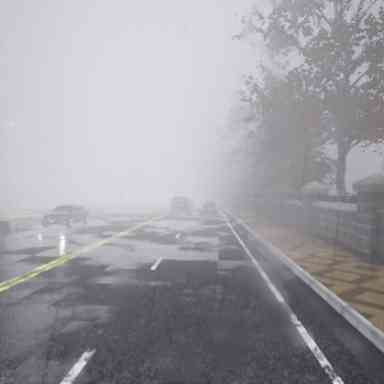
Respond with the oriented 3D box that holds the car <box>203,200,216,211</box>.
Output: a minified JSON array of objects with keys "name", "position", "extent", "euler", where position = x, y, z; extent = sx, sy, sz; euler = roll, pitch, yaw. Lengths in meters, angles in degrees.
[{"name":"car","position":[2.540,1.978,49.473],"extent":[1.837,1.490,4.892],"euler":[1,0,3]}]

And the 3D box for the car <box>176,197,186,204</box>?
[{"name":"car","position":[-2.609,1.915,78.419],"extent":[1.882,1.535,5.008],"euler":[1,-1,3]}]

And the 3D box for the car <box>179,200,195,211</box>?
[{"name":"car","position":[-0.682,1.989,50.179],"extent":[2.033,1.411,5.357],"euler":[1,-1,3]}]

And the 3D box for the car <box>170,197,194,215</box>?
[{"name":"car","position":[-1.260,1.549,38.635],"extent":[2.150,2.045,5.566],"euler":[1,-1,3]}]

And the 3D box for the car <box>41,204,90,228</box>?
[{"name":"car","position":[-8.734,1.614,23.347],"extent":[1.837,1.490,4.892],"euler":[1,0,3]}]

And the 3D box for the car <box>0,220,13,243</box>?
[{"name":"car","position":[-9.267,1.558,12.960],"extent":[2.033,1.411,5.357],"euler":[1,-1,3]}]

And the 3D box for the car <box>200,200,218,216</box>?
[{"name":"car","position":[1.944,1.908,37.983],"extent":[2.033,1.411,5.357],"euler":[1,-1,3]}]
